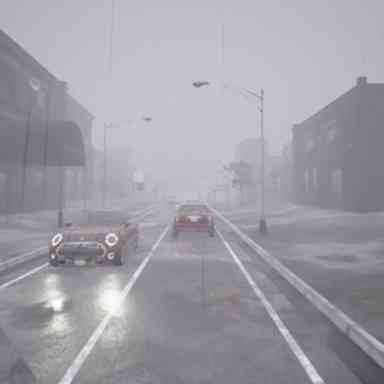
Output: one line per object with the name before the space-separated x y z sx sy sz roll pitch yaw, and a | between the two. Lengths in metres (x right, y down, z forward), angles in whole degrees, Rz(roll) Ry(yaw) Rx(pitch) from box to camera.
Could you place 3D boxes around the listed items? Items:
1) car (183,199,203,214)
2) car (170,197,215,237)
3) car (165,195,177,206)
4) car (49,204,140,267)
car | 0.061 1.525 36.618 2.033 1.411 5.357 0 0 0
car | 0.084 1.362 18.348 2.097 1.767 4.553 0 0 0
car | -3.118 1.275 52.845 2.097 1.767 4.553 0 0 0
car | -3.107 1.360 11.451 2.097 1.767 4.553 0 0 0
